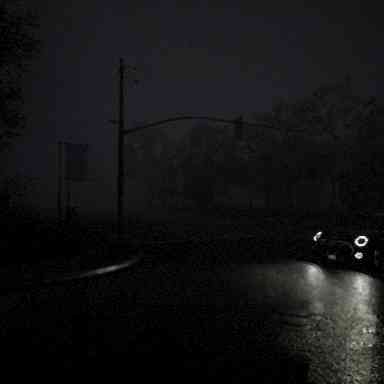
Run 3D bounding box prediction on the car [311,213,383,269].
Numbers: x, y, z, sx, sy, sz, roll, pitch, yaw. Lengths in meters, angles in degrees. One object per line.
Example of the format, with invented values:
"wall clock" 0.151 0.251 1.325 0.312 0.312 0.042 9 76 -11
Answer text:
"car" 6.446 1.568 12.117 4.553 1.767 2.097 1 -1 -33
